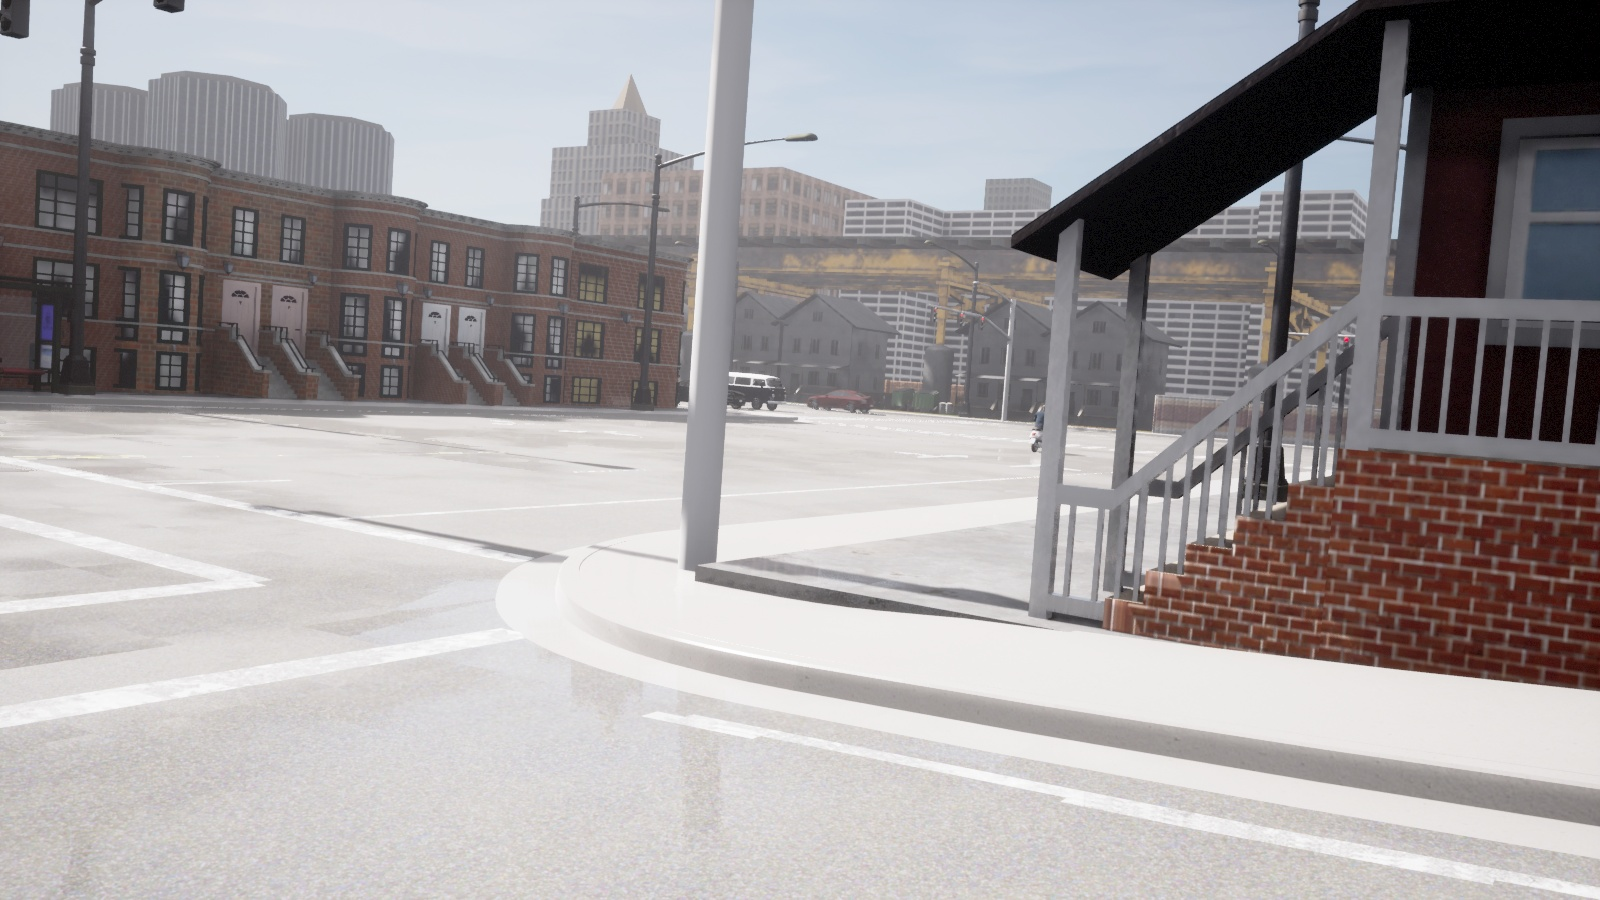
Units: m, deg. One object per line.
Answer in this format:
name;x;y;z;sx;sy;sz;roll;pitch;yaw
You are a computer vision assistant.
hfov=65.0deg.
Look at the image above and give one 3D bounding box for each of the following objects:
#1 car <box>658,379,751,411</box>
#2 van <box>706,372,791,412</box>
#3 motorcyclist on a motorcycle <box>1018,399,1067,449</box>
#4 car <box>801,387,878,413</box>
car;-5.332;-3.072;69.899;5.008;1.535;1.882;5;4;34
van;-3.008;-3.350;72.557;4.480;2.038;2.069;5;4;34
motorcyclist on a motorcycle;8.090;-0.857;41.772;0.866;1.590;1.817;5;4;34
car;2.550;-3.241;81.468;4.674;1.442;1.812;5;4;34
